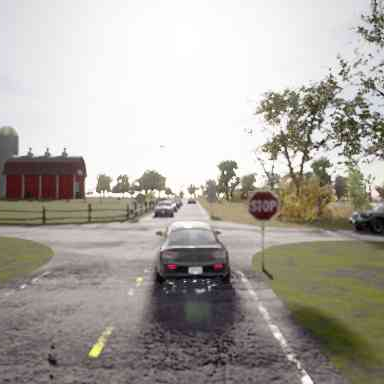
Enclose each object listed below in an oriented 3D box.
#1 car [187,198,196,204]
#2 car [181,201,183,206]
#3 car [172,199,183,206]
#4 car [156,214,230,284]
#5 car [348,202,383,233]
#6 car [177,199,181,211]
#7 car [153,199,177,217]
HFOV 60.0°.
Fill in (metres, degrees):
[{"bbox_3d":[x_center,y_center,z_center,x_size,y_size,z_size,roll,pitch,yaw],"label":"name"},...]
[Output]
[{"bbox_3d":[-0.027,2.105,76.388,1.994,1.385,4.181,0,0,0],"label":"car"},{"bbox_3d":[-2.849,1.855,54.030,1.882,1.535,5.008,0,0,0],"label":"car"},{"bbox_3d":[-2.779,2.019,64.081,1.994,1.385,4.181,0,0,1],"label":"car"},{"bbox_3d":[-0.079,1.588,9.715,1.812,1.442,4.674,0,0,-4],"label":"car"},{"bbox_3d":[13.270,1.603,21.701,5.566,2.045,2.150,1,-1,-1],"label":"car"},{"bbox_3d":[-2.856,1.850,44.127,2.033,1.411,5.357,0,0,0],"label":"car"},{"bbox_3d":[-2.820,1.736,34.341,1.837,1.490,4.892,0,0,-1],"label":"car"}]
